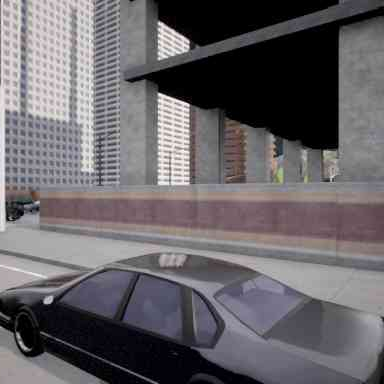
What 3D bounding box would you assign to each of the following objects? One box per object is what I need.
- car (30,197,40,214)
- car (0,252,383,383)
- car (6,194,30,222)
[{"bbox_3d":[-15.732,1.526,35.357,1.812,1.442,4.674,0,0,36],"label":"car"},{"bbox_3d":[-0.411,1.547,4.285,5.357,1.411,2.033,0,0,35],"label":"car"},{"bbox_3d":[-15.109,1.221,23.886,2.150,2.045,5.566,0,0,35],"label":"car"}]
